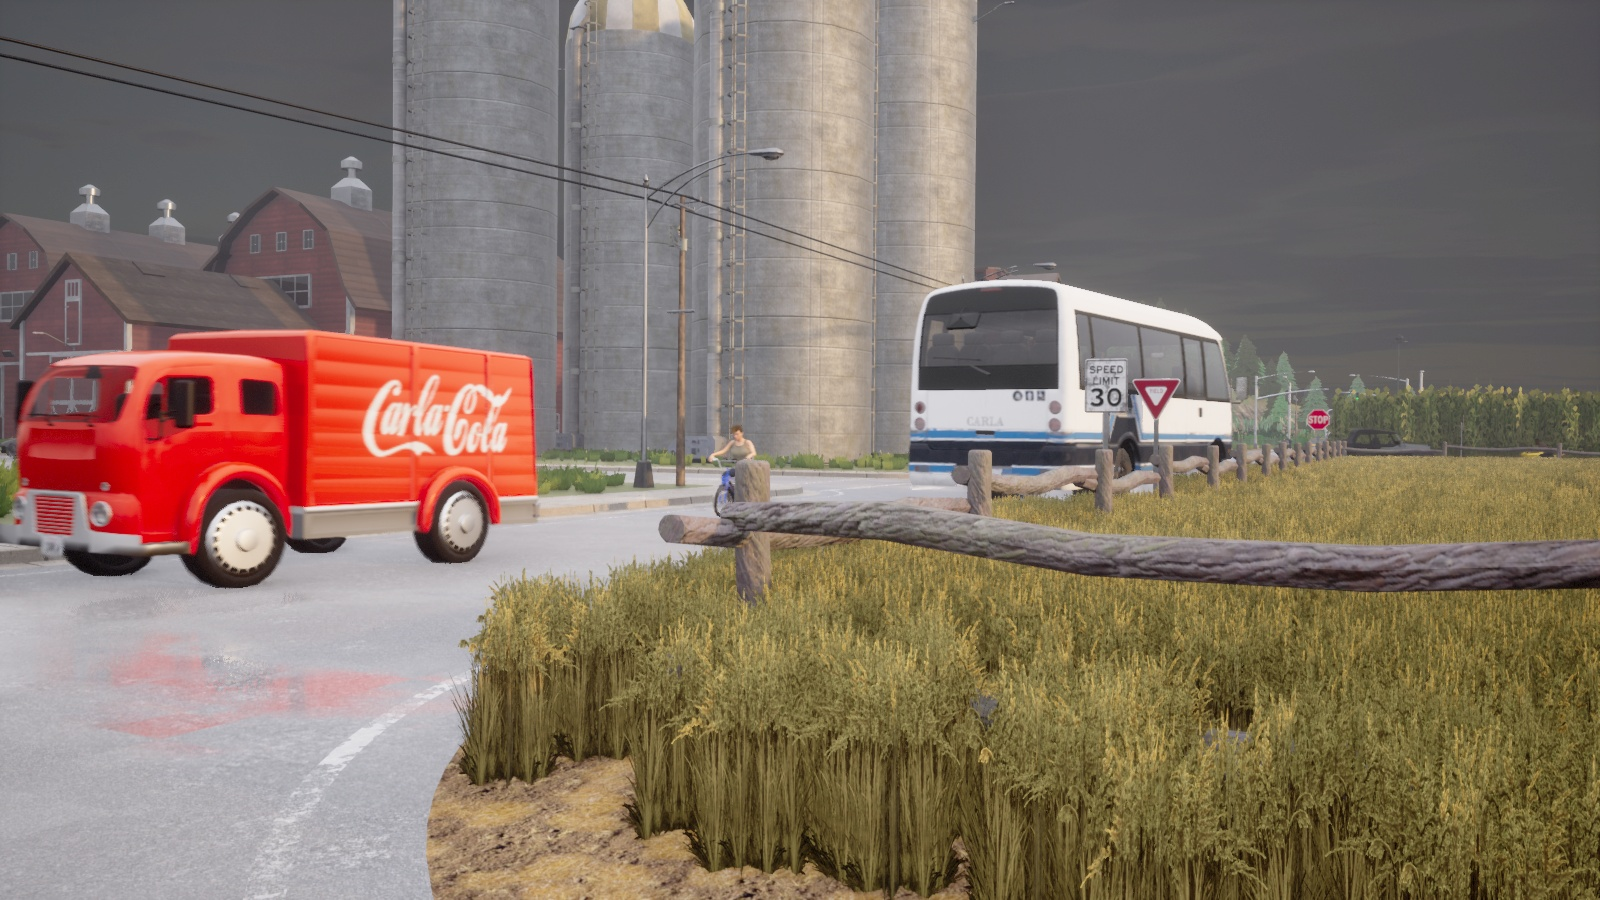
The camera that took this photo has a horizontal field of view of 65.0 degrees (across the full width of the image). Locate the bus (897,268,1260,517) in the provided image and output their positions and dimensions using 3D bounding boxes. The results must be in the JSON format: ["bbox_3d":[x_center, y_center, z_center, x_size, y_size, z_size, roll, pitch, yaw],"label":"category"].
[{"bbox_3d":[6.399,-1.070,26.847,3.944,4.253,10.273,0,1,35],"label":"bus"}]

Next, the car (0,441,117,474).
[{"bbox_3d":[-32.841,0.320,55.378,5.357,1.411,2.033,0,1,26],"label":"car"}]

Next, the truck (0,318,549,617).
[{"bbox_3d":[-5.372,0.121,13.280,2.627,2.467,5.204,1,1,28],"label":"truck"}]

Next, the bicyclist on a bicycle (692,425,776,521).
[{"bbox_3d":[-1.137,0.379,21.935,0.866,1.612,1.509,0,1,24],"label":"bicyclist on a bicycle"}]

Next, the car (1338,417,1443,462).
[{"bbox_3d":[25.760,-0.456,54.903,3.866,1.878,1.905,0,1,14],"label":"car"}]
